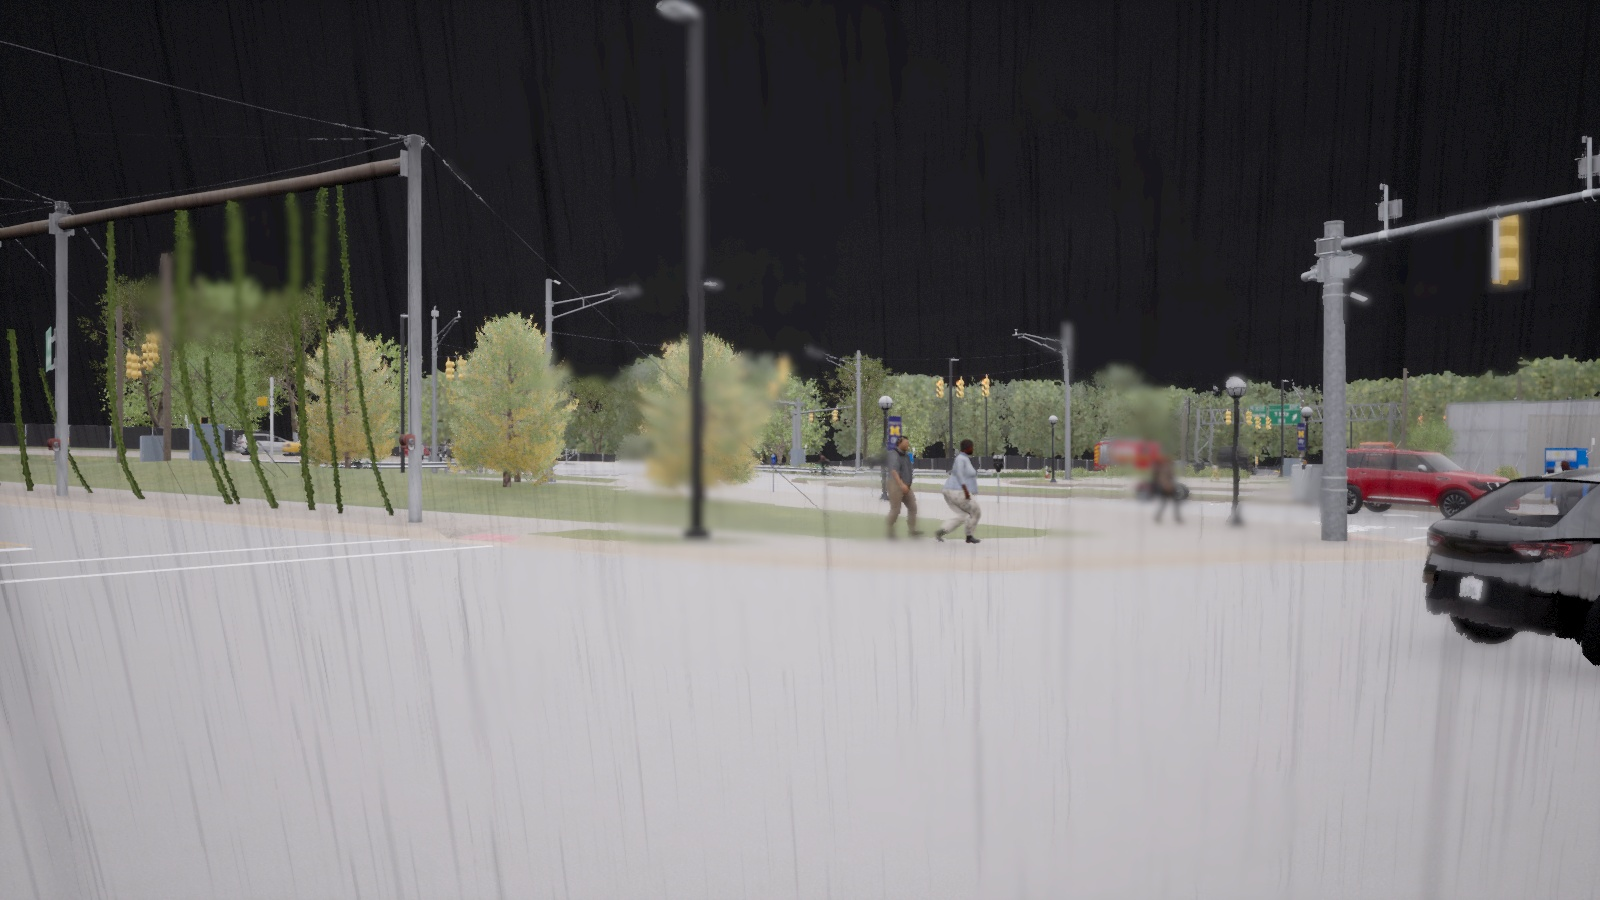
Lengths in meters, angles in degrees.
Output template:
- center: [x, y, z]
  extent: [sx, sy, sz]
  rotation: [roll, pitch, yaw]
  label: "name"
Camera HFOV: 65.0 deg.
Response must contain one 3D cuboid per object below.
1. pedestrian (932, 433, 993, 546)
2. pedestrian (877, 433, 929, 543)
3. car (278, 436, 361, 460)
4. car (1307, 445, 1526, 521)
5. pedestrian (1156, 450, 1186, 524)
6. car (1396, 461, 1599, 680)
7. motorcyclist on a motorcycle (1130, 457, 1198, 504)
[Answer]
- center: [2.709, 0.648, 21.041]
  extent: [0.900, 1.855, 0.874]
  rotation: [0, 0, 0]
  label: "pedestrian"
- center: [1.763, 0.640, 21.524]
  extent: [0.694, 1.848, 0.540]
  rotation: [0, 0, 44]
  label: "pedestrian"
- center: [-34.801, -0.134, 91.053]
  extent: [5.366, 1.575, 1.801]
  rotation: [1, -1, -34]
  label: "car"
- center: [18.649, 0.938, 38.240]
  extent: [2.150, 2.045, 5.566]
  rotation: [0, 1, -38]
  label: "car"
- center: [9.407, 0.921, 31.848]
  extent: [0.331, 1.846, 0.634]
  rotation: [0, 0, -32]
  label: "pedestrian"
- center: [7.125, 0.819, 9.727]
  extent: [4.193, 1.474, 1.816]
  rotation: [-1, -1, -7]
  label: "car"
- center: [13.129, 1.083, 45.398]
  extent: [0.766, 1.649, 2.350]
  rotation: [0, -1, -38]
  label: "motorcyclist on a motorcycle"
